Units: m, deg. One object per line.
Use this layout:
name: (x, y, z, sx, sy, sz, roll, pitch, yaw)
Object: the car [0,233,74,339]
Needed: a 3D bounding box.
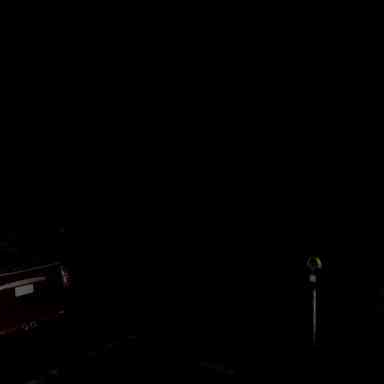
car: (-3.995, 1.440, 5.928, 4.097, 1.590, 1.967, 0, 0, 36)
